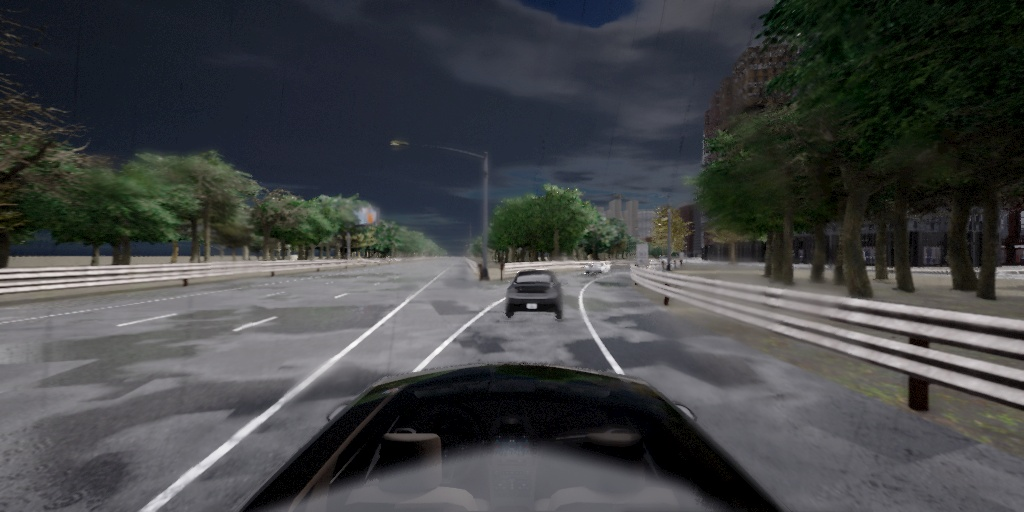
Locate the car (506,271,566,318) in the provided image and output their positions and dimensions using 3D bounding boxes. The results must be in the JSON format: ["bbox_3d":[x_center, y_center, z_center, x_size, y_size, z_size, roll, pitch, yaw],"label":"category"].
[{"bbox_3d":[0.944,1.265,13.193,1.837,1.490,4.892,0,0,8],"label":"car"}]

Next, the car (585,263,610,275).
[{"bbox_3d":[9.800,1.407,40.623,1.895,1.301,4.718,0,0,28],"label":"car"}]
